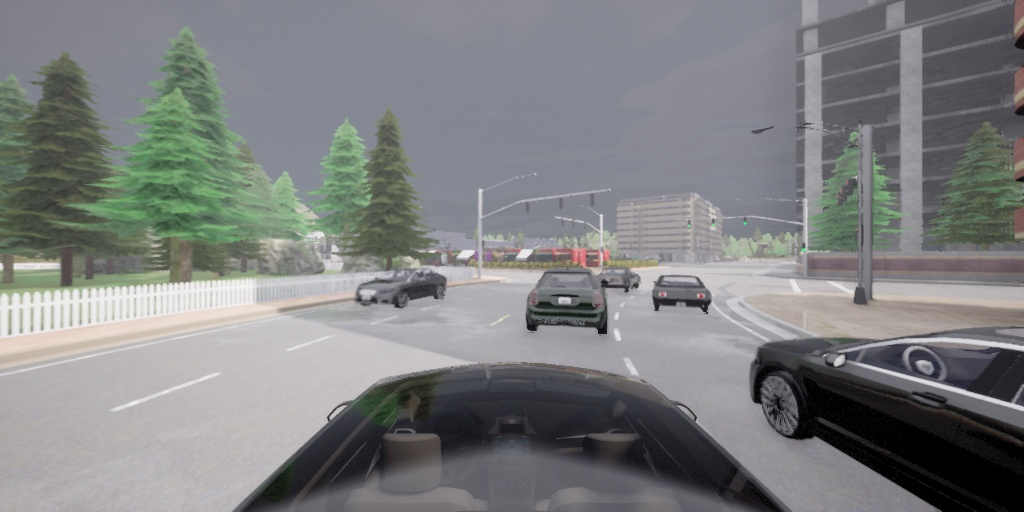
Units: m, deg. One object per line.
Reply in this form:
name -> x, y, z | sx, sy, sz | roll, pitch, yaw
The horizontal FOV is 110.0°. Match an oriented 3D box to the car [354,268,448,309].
car -> -4.540, 1.265, 15.379 | 2.128, 1.511, 4.902 | 0, 0, 18

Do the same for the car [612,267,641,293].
car -> 6.445, 1.360, 21.665 | 2.033, 1.411, 5.357 | 0, 0, 29

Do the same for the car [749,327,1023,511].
car -> 3.839, 1.253, 2.491 | 2.128, 1.511, 4.902 | 0, 0, 1

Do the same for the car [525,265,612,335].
car -> 1.816, 1.129, 10.908 | 2.097, 1.767, 4.553 | 0, 0, 14

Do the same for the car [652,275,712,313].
car -> 6.722, 1.397, 14.480 | 1.895, 1.301, 4.718 | 0, 0, 22
